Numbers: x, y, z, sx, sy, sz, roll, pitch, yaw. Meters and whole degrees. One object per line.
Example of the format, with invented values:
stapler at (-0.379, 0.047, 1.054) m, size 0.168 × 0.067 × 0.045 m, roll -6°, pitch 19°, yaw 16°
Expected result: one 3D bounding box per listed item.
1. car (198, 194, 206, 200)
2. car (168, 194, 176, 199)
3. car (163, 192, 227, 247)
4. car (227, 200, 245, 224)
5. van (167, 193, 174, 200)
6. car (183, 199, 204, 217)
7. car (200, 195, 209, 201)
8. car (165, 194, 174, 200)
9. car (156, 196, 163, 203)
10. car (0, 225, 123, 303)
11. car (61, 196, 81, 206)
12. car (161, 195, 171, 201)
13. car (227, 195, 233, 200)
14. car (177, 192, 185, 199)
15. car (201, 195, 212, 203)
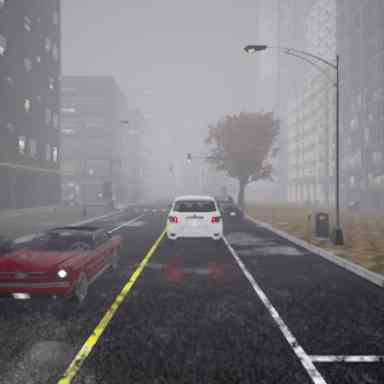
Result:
car at (2.690, 1.323, 89.589) m, size 1.802 × 1.307 × 4.206 m, roll 0°, pitch 0°, yaw 0°
car at (-5.690, 1.312, 95.122) m, size 1.802 × 1.307 × 4.206 m, roll 0°, pitch 0°, yaw 0°
car at (0.099, 1.168, 14.850) m, size 2.150 × 2.045 × 5.566 m, roll 0°, pitch 0°, yaw 0°
car at (2.692, 1.481, 24.015) m, size 1.947 × 1.339 × 4.313 m, roll 0°, pitch 0°, yaw 0°
van at (-5.690, 1.082, 89.589) m, size 1.690 × 1.788 × 3.998 m, roll 0°, pitch 0°, yaw 0°
car at (0.098, 1.419, 30.614) m, size 1.812 × 1.442 × 4.674 m, roll 0°, pitch 0°, yaw 0°
car at (2.690, 1.301, 73.162) m, size 1.752 × 1.417 × 4.829 m, roll 0°, pitch 0°, yaw 0°
car at (-5.690, 1.193, 84.057) m, size 1.967 × 1.590 × 4.097 m, roll 0°, pitch 0°, yaw 0°
car at (-5.689, 1.353, 61.926) m, size 2.008 × 1.369 × 4.403 m, roll 0°, pitch 0°, yaw 0°
car at (-3.100, 1.570, 8.240) m, size 1.895 × 1.301 × 4.718 m, roll 0°, pitch 0°, yaw 0°
car at (-16.426, 1.196, 42.519) m, size 4.403 × 1.369 × 2.008 m, roll 1°, pitch -1°, yaw -1°
car at (-5.690, 1.326, 72.992) m, size 2.008 × 1.369 × 4.403 m, roll 0°, pitch 0°, yaw 0°
car at (2.693, 1.212, 29.537) m, size 2.192 × 1.841 × 5.009 m, roll 0°, pitch 0°, yaw 0°
car at (-3.001, 0.936, 94.076) m, size 2.150 × 2.045 × 5.566 m, roll 0°, pitch 0°, yaw 0°
car at (2.691, 1.347, 61.926) m, size 1.887 × 1.381 × 4.507 m, roll 0°, pitch 0°, yaw 0°
